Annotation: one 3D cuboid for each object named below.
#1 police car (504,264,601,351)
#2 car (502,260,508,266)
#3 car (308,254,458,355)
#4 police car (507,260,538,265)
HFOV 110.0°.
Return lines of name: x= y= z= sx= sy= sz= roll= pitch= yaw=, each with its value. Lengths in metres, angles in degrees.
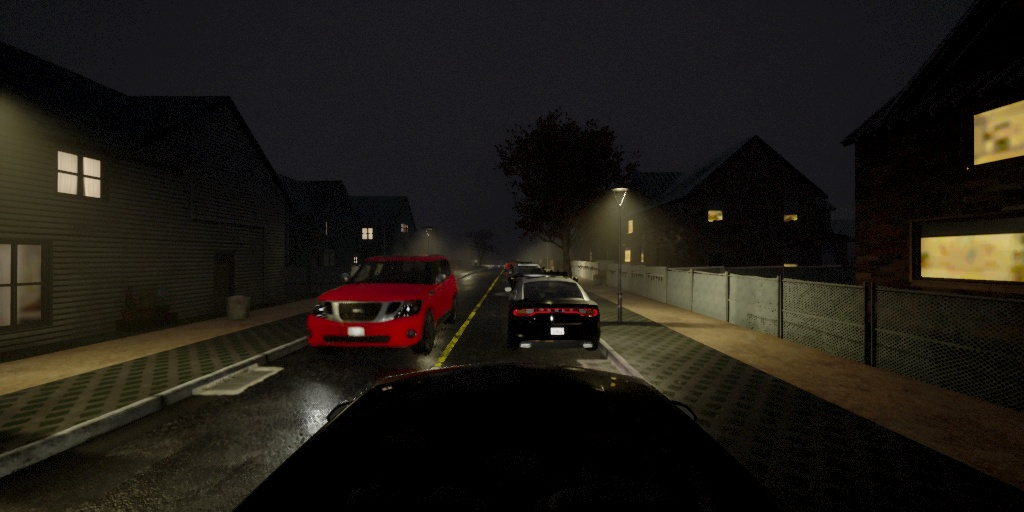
police car: x=0.839 y=1.178 z=9.165 sx=1.930 sy=1.638 sz=5.238 roll=0 pitch=0 yaw=0
car: x=0.130 y=1.209 z=47.979 sx=2.097 sy=1.767 sz=4.553 roll=0 pitch=0 yaw=1
car: x=-2.736 y=0.974 z=9.069 sx=2.150 sy=2.045 sz=5.566 roll=0 pitch=0 yaw=0
police car: x=0.858 y=1.184 z=19.165 sx=1.930 sy=1.638 sz=5.238 roll=0 pitch=0 yaw=0
